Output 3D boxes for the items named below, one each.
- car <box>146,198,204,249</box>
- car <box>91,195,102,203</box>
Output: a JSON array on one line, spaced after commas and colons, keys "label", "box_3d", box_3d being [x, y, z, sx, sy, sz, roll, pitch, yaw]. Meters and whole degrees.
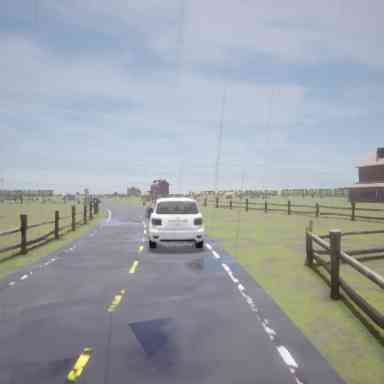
[{"label": "car", "box_3d": [-0.791, 1.265, 14.829, 2.150, 2.045, 5.566, 0, 0, -6]}, {"label": "car", "box_3d": [-20.006, 1.491, 69.467, 1.837, 1.490, 4.892, 0, 0, -23]}]
